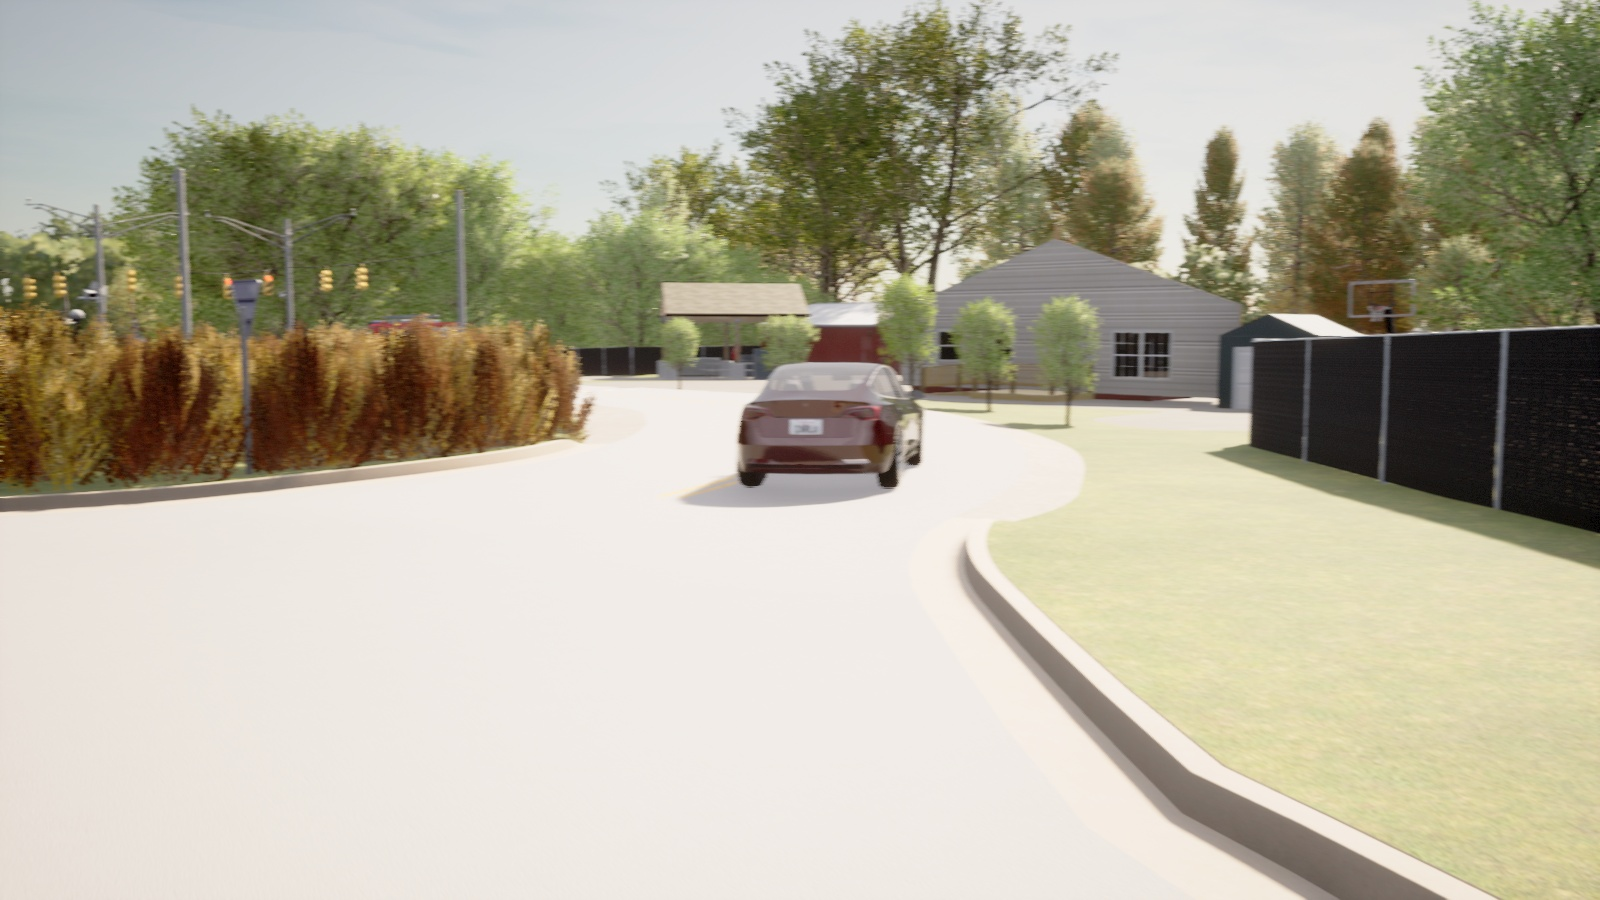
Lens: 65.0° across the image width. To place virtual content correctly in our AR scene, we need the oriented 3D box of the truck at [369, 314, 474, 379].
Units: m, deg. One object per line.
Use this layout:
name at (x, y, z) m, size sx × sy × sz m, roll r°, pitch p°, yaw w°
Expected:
truck at (-23.720, -6.474, 78.416) m, size 2.891 × 3.827 × 8.468 m, roll -5°, pitch 7°, yaw -41°

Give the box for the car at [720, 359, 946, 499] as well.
car at (0.628, -0.407, 16.328) m, size 2.163 × 1.488 × 4.792 m, roll 0°, pitch 5°, yaw 11°
